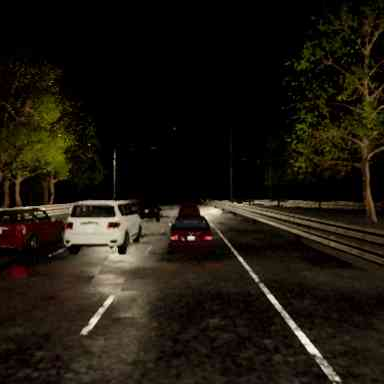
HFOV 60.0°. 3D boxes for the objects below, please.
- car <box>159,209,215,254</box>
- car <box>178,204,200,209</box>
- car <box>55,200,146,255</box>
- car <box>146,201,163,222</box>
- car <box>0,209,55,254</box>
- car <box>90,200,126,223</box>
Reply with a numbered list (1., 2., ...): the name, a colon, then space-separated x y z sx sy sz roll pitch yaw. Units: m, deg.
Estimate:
1. car: -0.052 1.685 14.177 2.033 1.411 5.357 0 -1 0
2. car: -0.260 1.772 29.747 1.882 1.535 5.008 0 0 -1
3. car: -3.553 1.354 14.180 2.150 2.045 5.566 0 0 0
4. car: -3.755 1.640 29.289 2.097 1.767 4.553 0 -1 -1
5. car: -7.051 1.488 14.204 2.097 1.767 4.553 0 -1 0
6. car: -7.256 1.640 29.227 2.097 1.767 4.553 0 -1 -1
